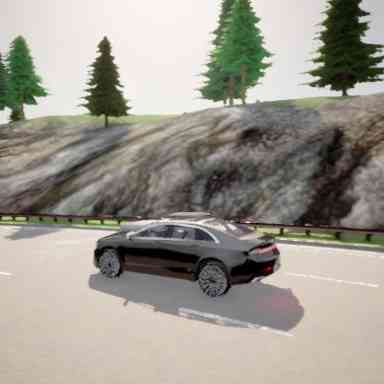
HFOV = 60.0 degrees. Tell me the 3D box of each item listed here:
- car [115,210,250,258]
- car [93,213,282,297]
[{"bbox_3d":[-0.430,1.423,12.417,4.718,1.301,1.895,0,1,29],"label":"car"},{"bbox_3d":[-0.314,1.372,8.211,4.902,1.511,2.128,0,1,31],"label":"car"}]
